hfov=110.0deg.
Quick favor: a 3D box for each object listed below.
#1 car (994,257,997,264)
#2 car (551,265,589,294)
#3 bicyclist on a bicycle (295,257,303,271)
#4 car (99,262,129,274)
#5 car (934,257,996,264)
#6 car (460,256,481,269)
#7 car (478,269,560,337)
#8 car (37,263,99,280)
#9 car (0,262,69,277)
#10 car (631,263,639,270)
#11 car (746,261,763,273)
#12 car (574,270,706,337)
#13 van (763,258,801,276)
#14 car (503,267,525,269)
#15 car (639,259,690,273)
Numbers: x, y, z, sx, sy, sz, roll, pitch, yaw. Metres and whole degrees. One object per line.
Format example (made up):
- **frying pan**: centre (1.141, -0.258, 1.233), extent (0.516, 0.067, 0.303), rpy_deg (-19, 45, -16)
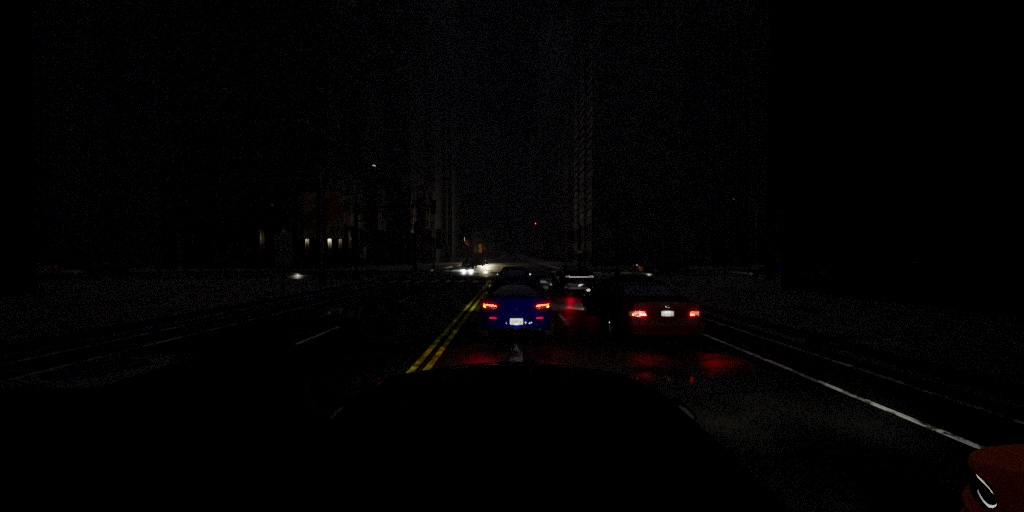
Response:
- **car**: centre (49.294, 1.045, 35.149), extent (5.009, 1.841, 2.192), rpy_deg (0, 0, 0)
- **car**: centre (3.351, 1.229, 20.016), extent (2.128, 1.511, 4.902), rpy_deg (0, 0, 0)
- **bicyclist on a bicycle**: centre (-25.870, 1.000, 43.618), extent (0.582, 1.620, 1.656), rpy_deg (0, 1, 0)
- **car**: centre (-46.411, 1.361, 40.761), extent (4.507, 1.381, 1.888), rpy_deg (0, 0, 0)
- **car**: centre (43.853, 1.168, 35.182), extent (4.097, 1.591, 1.967), rpy_deg (0, 0, 0)
- **car**: centre (-6.536, 1.202, 55.269), extent (2.128, 1.511, 4.902), rpy_deg (0, 0, 2)
- **car**: centre (0.095, 1.272, 10.170), extent (1.812, 1.442, 4.674), rpy_deg (0, 0, 0)
- **car**: centre (-40.821, 1.449, 32.238), extent (4.829, 1.417, 1.751), rpy_deg (0, 0, 0)
- **car**: centre (-50.892, 1.422, 37.988), extent (5.357, 1.411, 2.033), rpy_deg (0, 1, 0)
- **car**: centre (16.700, 1.069, 43.871), extent (4.097, 1.591, 1.967), rpy_deg (0, 0, 0)
- **car**: centre (29.432, 1.182, 41.106), extent (4.674, 1.442, 1.812), rpy_deg (-1, 1, 0)
- **car**: centre (3.353, 1.293, 10.268), extent (2.033, 1.411, 5.357), rpy_deg (0, 0, 0)
- **van**: centre (27.532, 1.085, 35.280), extent (3.998, 1.789, 1.690), rpy_deg (0, 0, 0)
- **car**: centre (0.100, 1.285, 19.744), extent (2.033, 1.411, 5.357), rpy_deg (0, 0, 0)
- **car**: centre (17.729, 1.146, 41.190), extent (5.008, 1.535, 1.882), rpy_deg (0, 1, 0)
